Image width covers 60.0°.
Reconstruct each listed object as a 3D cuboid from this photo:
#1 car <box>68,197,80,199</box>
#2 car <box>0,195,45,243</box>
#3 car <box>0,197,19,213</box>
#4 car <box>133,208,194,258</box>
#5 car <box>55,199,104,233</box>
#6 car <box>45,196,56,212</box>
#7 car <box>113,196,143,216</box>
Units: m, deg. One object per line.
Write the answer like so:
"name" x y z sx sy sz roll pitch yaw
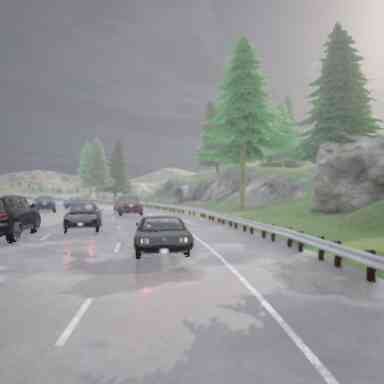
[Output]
"car" -14.228 1.327 39.987 1.994 1.385 4.181 0 0 -28
"car" -8.807 1.141 15.517 2.150 2.045 5.566 0 0 -11
"car" -19.357 1.310 34.780 2.128 1.511 4.902 0 0 -26
"car" -1.172 1.515 12.446 1.895 1.301 4.718 0 0 -8
"car" -6.146 1.378 19.022 2.128 1.511 4.902 0 1 -13
"car" -15.589 1.156 35.019 2.097 1.767 4.553 0 0 -26
"car" -5.784 1.158 29.834 2.097 1.767 4.553 0 0 -19
